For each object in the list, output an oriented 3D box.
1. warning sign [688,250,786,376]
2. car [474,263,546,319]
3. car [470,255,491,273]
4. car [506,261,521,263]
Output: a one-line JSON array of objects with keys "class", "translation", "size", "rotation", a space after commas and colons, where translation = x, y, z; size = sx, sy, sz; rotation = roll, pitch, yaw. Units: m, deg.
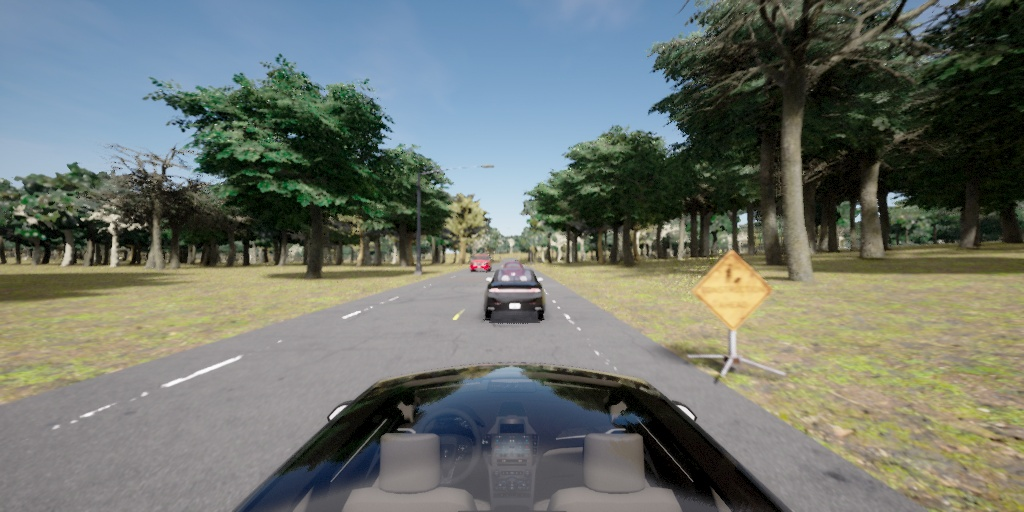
[{"class": "warning sign", "translation": [3.551, 0.831, 5.776], "size": [1.300, 1.860, 1.060], "rotation": [0, 0, 0]}, {"class": "car", "translation": [0.086, 1.161, 12.349], "size": [2.128, 1.511, 4.902], "rotation": [0, 0, 0]}, {"class": "car", "translation": [-3.583, 0.855, 41.800], "size": [2.150, 2.045, 5.566], "rotation": [0, 0, 0]}, {"class": "car", "translation": [0.095, 1.140, 28.649], "size": [1.812, 1.442, 4.674], "rotation": [0, 0, 0]}]
